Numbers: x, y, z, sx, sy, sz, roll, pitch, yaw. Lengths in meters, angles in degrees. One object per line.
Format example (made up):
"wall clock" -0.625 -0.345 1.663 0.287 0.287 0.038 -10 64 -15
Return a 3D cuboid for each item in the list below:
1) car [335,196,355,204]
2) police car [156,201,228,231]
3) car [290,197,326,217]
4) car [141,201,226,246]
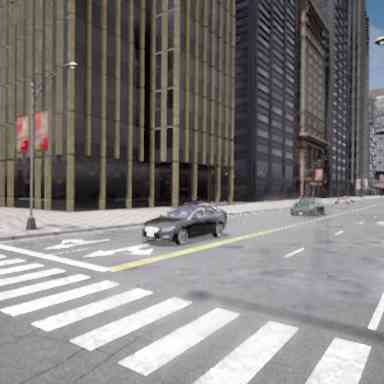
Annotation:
"car" 19.758 1.094 42.877 1.812 1.442 4.674 1 0 36
"police car" 0.147 1.392 21.074 2.038 1.542 4.974 1 0 36
"car" 10.612 1.288 30.263 2.097 1.767 4.553 1 0 36
"car" -0.221 1.407 15.150 2.128 1.511 4.902 1 1 36
